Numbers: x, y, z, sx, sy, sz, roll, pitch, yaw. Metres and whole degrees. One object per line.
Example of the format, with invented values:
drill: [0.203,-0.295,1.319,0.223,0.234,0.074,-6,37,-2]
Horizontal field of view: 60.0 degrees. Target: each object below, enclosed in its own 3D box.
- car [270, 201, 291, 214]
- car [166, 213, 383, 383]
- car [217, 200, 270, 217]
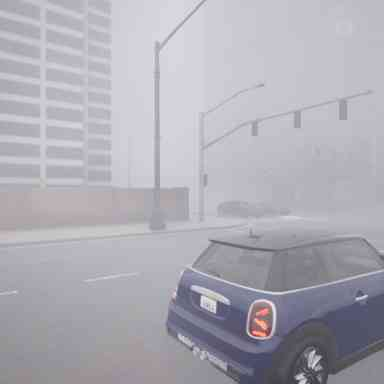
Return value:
car: [7.249,1.563,31.676,1.994,1.385,4.181,0,0,-38]
car: [1.937,1.352,5.170,4.553,1.767,2.097,0,0,-35]
car: [4.231,1.505,29.618,1.837,1.490,4.892,0,0,-35]
